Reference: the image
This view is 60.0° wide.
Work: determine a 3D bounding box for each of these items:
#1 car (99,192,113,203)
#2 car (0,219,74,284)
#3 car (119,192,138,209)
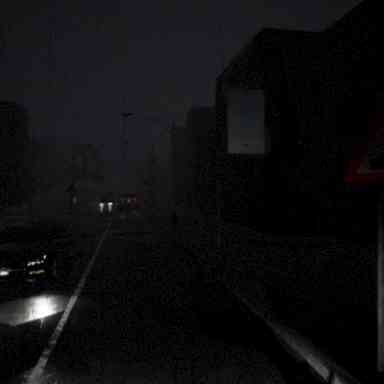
[{"bbox_3d":[-13.112,0.772,51.113,2.033,1.411,5.357,-1,4,-11],"label":"car"},{"bbox_3d":[-4.770,1.634,9.981,1.837,1.490,4.892,-1,0,-11],"label":"car"},{"bbox_3d":[-7.930,0.965,41.517,2.150,2.045,5.566,-1,3,-11],"label":"car"}]
